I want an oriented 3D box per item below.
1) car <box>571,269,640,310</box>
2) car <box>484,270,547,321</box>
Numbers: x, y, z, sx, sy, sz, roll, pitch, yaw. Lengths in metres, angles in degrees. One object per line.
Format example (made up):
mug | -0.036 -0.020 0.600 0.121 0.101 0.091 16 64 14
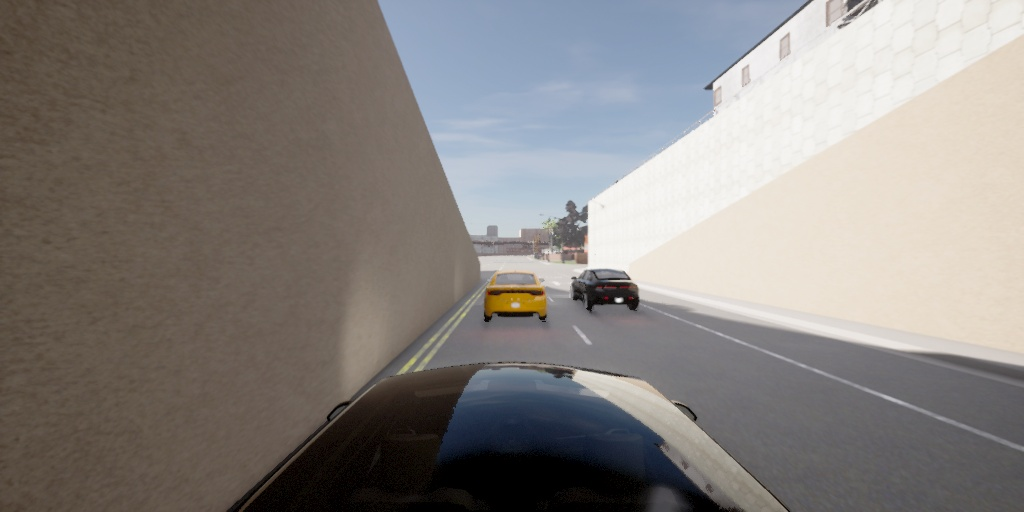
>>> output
car | 3.603 1.237 14.500 1.837 1.490 4.892 0 0 0
car | 0.112 1.214 12.410 1.882 1.535 5.008 0 0 0
